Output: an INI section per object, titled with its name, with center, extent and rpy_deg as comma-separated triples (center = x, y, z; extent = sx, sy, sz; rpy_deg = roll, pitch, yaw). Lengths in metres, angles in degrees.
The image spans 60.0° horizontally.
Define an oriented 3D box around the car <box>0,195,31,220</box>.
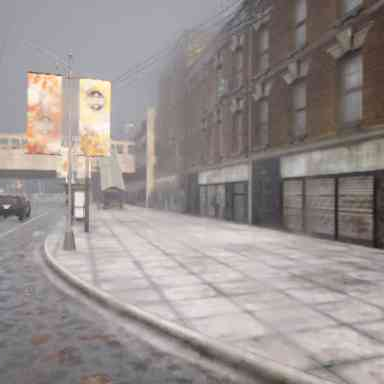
[car]
center = -15.602, 1.341, 29.050
extent = 2.150, 2.045, 5.566
rpy_deg = 1, 0, -18
